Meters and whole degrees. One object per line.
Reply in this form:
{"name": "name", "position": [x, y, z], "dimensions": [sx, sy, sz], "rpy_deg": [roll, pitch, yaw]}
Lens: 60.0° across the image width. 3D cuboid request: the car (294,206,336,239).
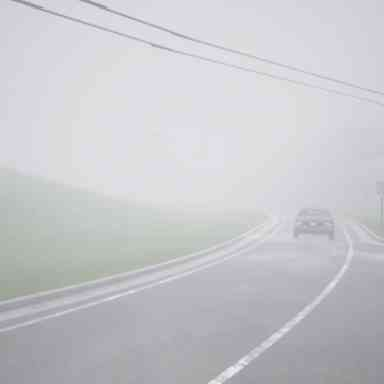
{"name": "car", "position": [6.217, 1.439, 16.867], "dimensions": [2.033, 1.411, 5.357], "rpy_deg": [0, 0, 21]}
